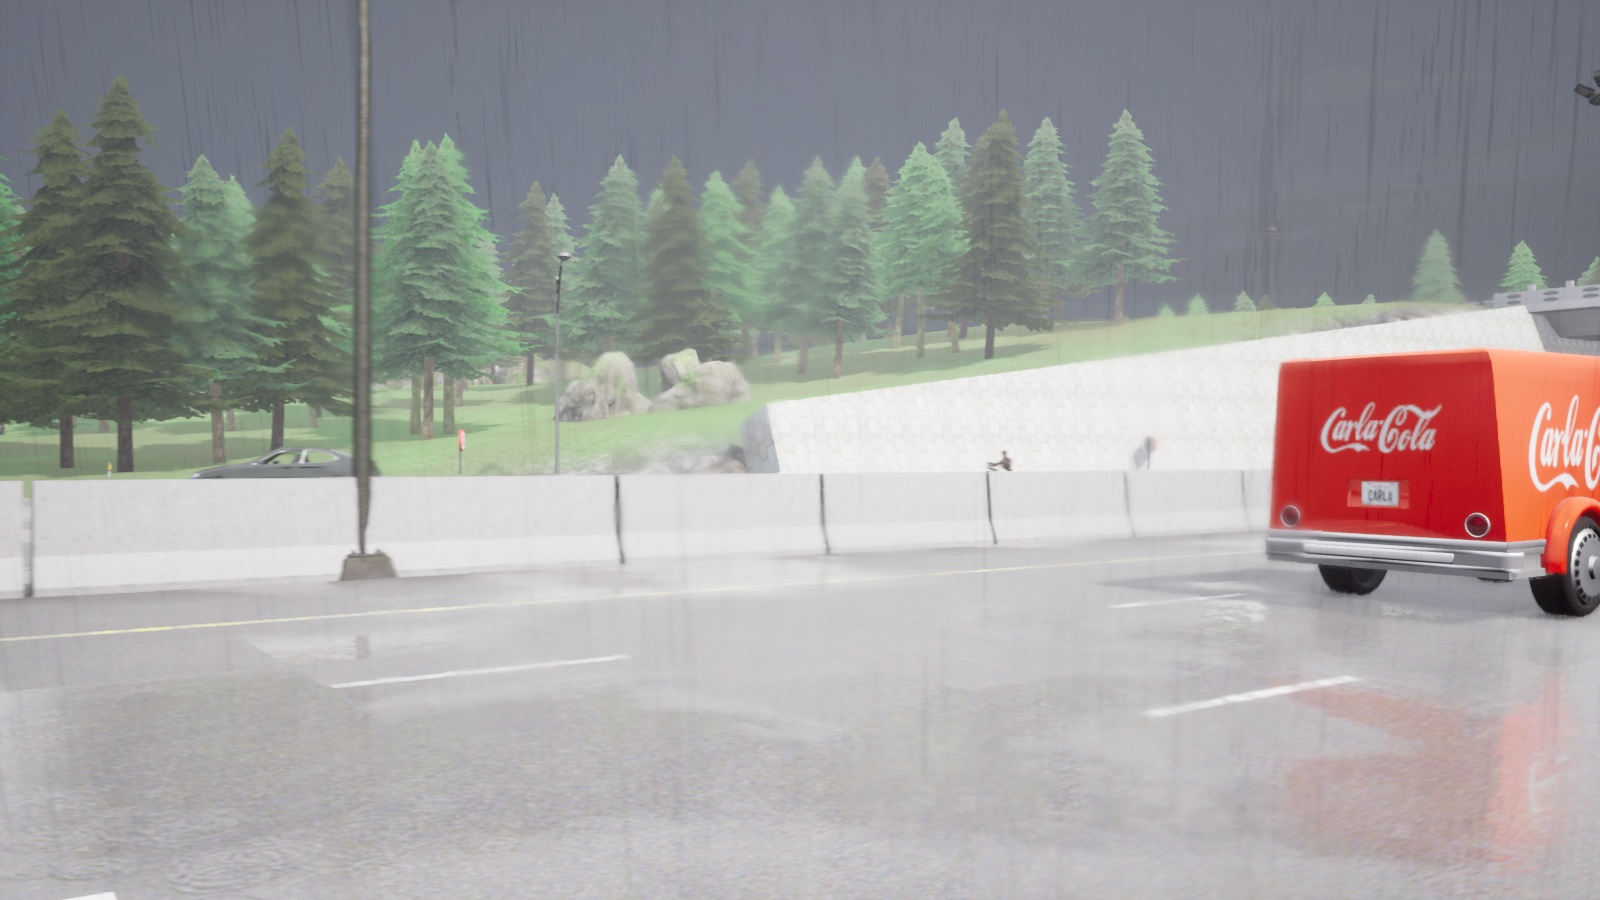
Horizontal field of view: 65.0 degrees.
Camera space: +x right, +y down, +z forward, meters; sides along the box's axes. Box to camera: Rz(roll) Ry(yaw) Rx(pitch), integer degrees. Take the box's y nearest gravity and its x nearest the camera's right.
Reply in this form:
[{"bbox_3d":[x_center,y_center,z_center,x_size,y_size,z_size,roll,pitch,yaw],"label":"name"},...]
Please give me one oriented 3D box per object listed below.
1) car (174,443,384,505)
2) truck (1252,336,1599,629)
[{"bbox_3d":[-14.341,0.639,34.887,5.027,1.651,2.152,0,0,-9],"label":"car"},{"bbox_3d":[7.463,0.274,13.119,5.204,2.467,2.627,0,0,-35],"label":"truck"}]
